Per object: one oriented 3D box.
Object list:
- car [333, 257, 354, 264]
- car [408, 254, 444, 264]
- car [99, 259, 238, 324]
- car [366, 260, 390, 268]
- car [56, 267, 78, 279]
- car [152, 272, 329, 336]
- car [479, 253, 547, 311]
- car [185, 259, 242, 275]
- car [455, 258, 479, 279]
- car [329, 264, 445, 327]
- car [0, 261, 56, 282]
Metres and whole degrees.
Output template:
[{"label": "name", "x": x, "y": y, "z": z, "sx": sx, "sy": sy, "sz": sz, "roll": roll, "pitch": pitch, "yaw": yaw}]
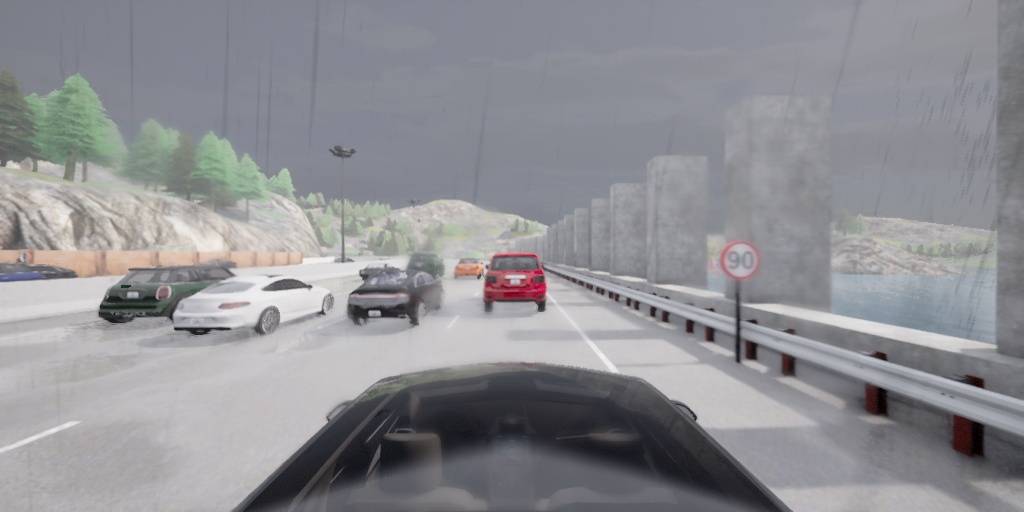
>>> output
[{"label": "car", "x": -25.732, "y": 1.000, "z": 54.859, "sx": 1.837, "sy": 1.490, "sz": 4.892, "roll": 0, "pitch": 1, "yaw": -4}, {"label": "car", "x": -6.992, "y": 0.818, "z": 29.534, "sx": 2.150, "sy": 2.045, "sz": 5.566, "roll": 0, "pitch": 0, "yaw": -1}, {"label": "car", "x": -10.394, "y": 1.073, "z": 11.961, "sx": 2.097, "sy": 1.767, "sz": 4.553, "roll": 0, "pitch": 0, "yaw": 0}, {"label": "car", "x": -10.481, "y": 1.215, "z": 28.829, "sx": 1.895, "sy": 1.301, "sz": 4.718, "roll": 0, "pitch": 0, "yaw": -1}, {"label": "car", "x": -28.086, "y": 1.238, "z": 20.302, "sx": 1.837, "sy": 1.490, "sz": 4.892, "roll": 0, "pitch": 0, "yaw": 0}, {"label": "car", "x": -6.900, "y": 1.246, "z": 10.167, "sx": 1.812, "sy": 1.442, "sz": 4.674, "roll": 0, "pitch": 0, "yaw": 0}, {"label": "car", "x": 0.111, "y": 0.892, "z": 14.064, "sx": 2.150, "sy": 2.045, "sz": 5.566, "roll": 0, "pitch": 0, "yaw": 0}, {"label": "car", "x": -31.918, "y": 1.120, "z": 38.606, "sx": 2.128, "sy": 1.511, "sz": 4.902, "roll": 0, "pitch": 0, "yaw": -2}, {"label": "car", "x": -3.514, "y": 0.932, "z": 30.152, "sx": 2.097, "sy": 1.767, "sz": 4.553, "roll": 0, "pitch": 0, "yaw": -1}, {"label": "car", "x": -3.395, "y": 1.193, "z": 11.306, "sx": 2.128, "sy": 1.511, "sz": 4.902, "roll": 0, "pitch": 1, "yaw": 0}, {"label": "car", "x": -24.593, "y": 1.097, "z": 16.141, "sx": 2.097, "sy": 1.767, "sz": 4.553, "roll": 0, "pitch": 0, "yaw": 0}]
